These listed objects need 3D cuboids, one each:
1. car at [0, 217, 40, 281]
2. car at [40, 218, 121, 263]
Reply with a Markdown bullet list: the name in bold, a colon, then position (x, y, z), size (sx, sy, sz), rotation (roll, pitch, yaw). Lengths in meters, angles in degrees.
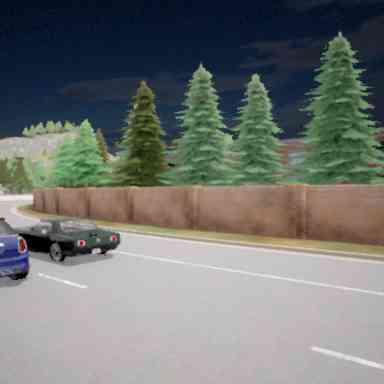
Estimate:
- **car**: position (-6.230, 1.346, 8.738), size (4.553, 1.767, 2.097), rotation (0, 0, 38)
- **car**: position (-4.775, 1.594, 12.011), size (4.718, 1.301, 1.895), rotation (0, 0, 39)
